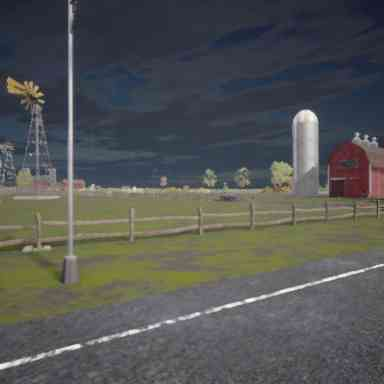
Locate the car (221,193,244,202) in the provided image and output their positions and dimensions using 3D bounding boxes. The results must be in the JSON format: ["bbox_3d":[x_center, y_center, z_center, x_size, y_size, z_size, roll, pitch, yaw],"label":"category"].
[{"bbox_3d":[7.724,0.989,63.467,1.882,1.535,5.008,-1,1,-35],"label":"car"}]
